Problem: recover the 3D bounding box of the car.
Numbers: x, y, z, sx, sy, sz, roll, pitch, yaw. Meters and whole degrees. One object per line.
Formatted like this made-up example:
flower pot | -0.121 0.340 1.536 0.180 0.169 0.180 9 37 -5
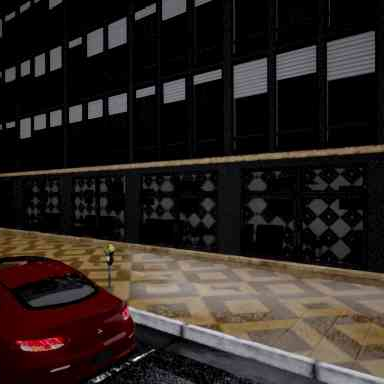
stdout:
car | -2.627 1.582 4.701 4.206 1.307 1.802 0 0 35
